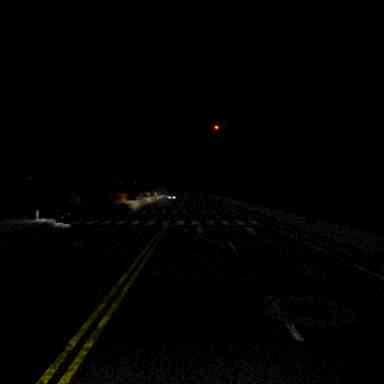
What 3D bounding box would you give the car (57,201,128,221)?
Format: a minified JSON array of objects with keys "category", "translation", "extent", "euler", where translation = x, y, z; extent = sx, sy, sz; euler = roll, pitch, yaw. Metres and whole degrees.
[{"category":"car","translation":[-7.532,1.417,25.739],"extent":[2.033,1.411,5.357],"euler":[1,1,40]}]
